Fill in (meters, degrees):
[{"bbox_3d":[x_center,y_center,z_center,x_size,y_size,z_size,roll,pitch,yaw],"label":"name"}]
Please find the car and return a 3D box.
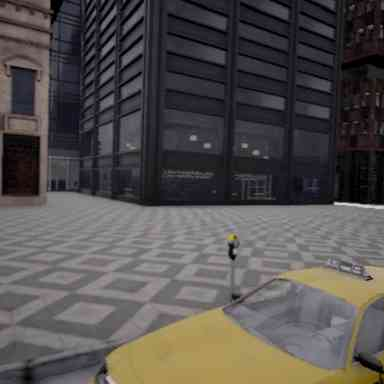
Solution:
[{"bbox_3d":[1.433,1.441,3.485,4.829,1.417,1.752,1,2,-31],"label":"car"}]
